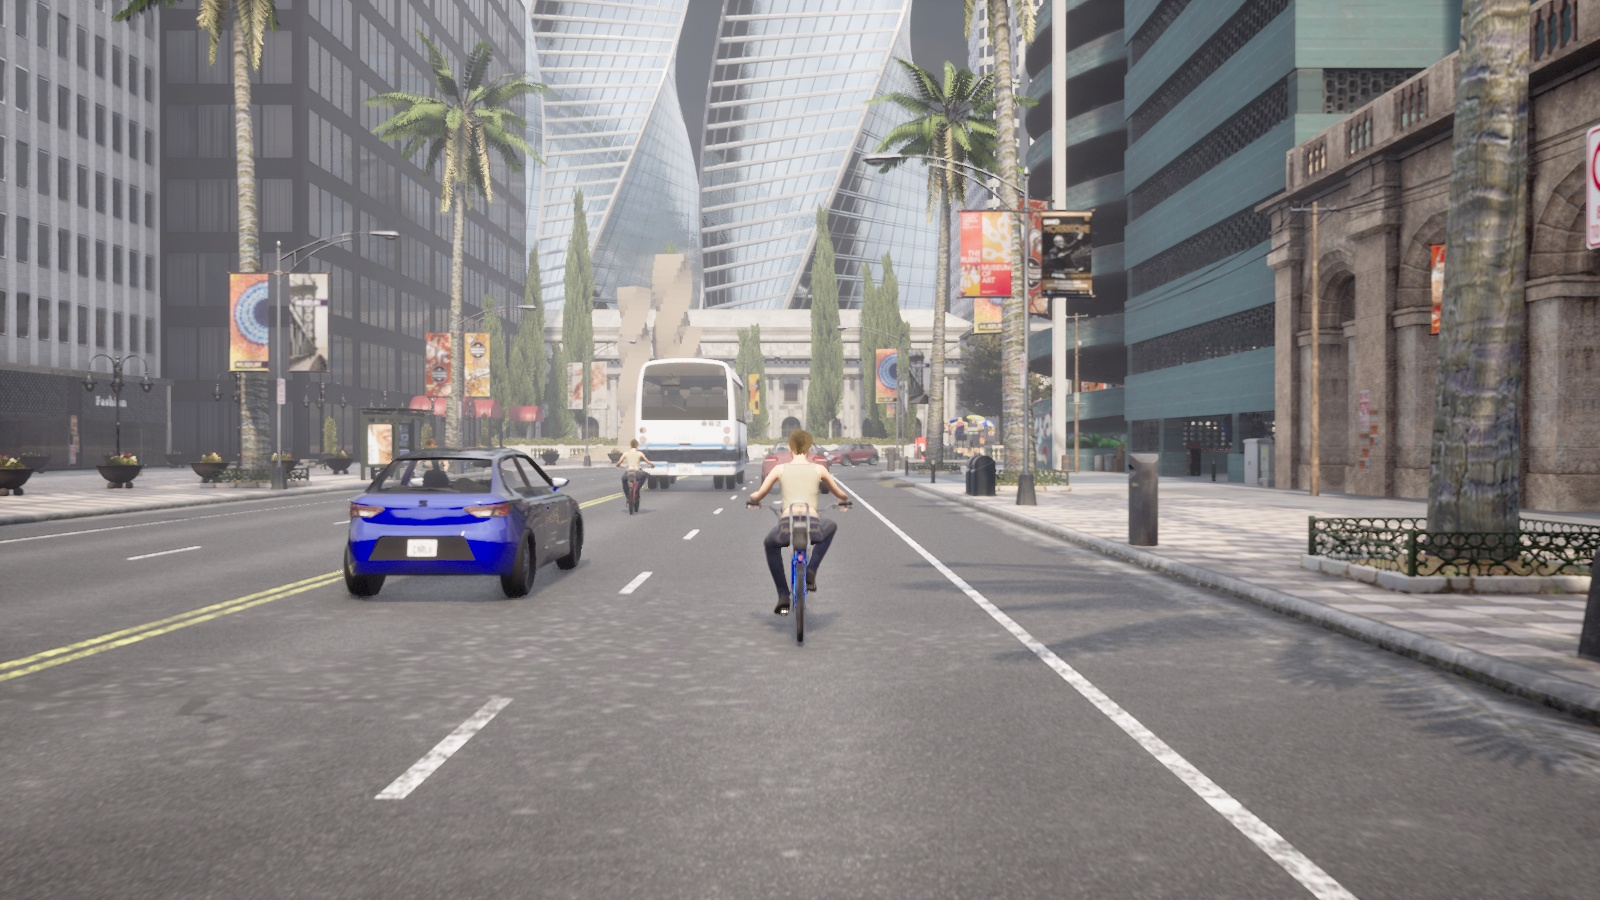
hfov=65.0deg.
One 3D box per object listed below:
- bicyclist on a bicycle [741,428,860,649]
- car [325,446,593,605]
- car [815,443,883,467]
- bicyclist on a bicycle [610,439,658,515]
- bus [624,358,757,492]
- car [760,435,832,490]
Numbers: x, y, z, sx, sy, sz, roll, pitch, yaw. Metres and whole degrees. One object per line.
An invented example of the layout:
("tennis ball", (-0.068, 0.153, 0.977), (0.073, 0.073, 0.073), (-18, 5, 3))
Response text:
("bicyclist on a bicycle", (-0.005, 0.642, 9.929), (0.866, 1.612, 1.509), (0, 0, -1))
("car", (-3.527, 0.701, 13.804), (1.816, 1.474, 4.193), (0, 0, 0))
("car", (3.478, 0.317, 87.665), (2.033, 1.649, 4.856), (0, 0, 44))
("bicyclist on a bicycle", (-3.581, 0.568, 27.233), (0.866, 1.612, 1.509), (0, 0, -1))
("bus", (-3.664, -0.819, 45.244), (3.944, 4.253, 10.273), (0, 0, 0))
("car", (-0.142, 0.360, 40.037), (2.152, 1.651, 5.027), (0, 0, 0))
